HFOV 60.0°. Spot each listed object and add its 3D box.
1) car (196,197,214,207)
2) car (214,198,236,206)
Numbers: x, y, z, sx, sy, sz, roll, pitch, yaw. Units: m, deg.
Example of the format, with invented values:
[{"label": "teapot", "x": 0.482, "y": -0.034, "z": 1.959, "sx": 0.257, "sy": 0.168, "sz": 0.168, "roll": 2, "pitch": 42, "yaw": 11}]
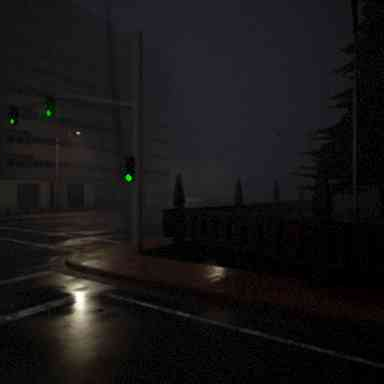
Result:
[{"label": "car", "x": 2.446, "y": 1.532, "z": 45.704, "sx": 1.837, "sy": 1.490, "sz": 4.892, "roll": 0, "pitch": 0, "yaw": 35}, {"label": "car", "x": 5.088, "y": 1.595, "z": 43.369, "sx": 1.994, "sy": 1.385, "sz": 4.181, "roll": 0, "pitch": 0, "yaw": 35}]
